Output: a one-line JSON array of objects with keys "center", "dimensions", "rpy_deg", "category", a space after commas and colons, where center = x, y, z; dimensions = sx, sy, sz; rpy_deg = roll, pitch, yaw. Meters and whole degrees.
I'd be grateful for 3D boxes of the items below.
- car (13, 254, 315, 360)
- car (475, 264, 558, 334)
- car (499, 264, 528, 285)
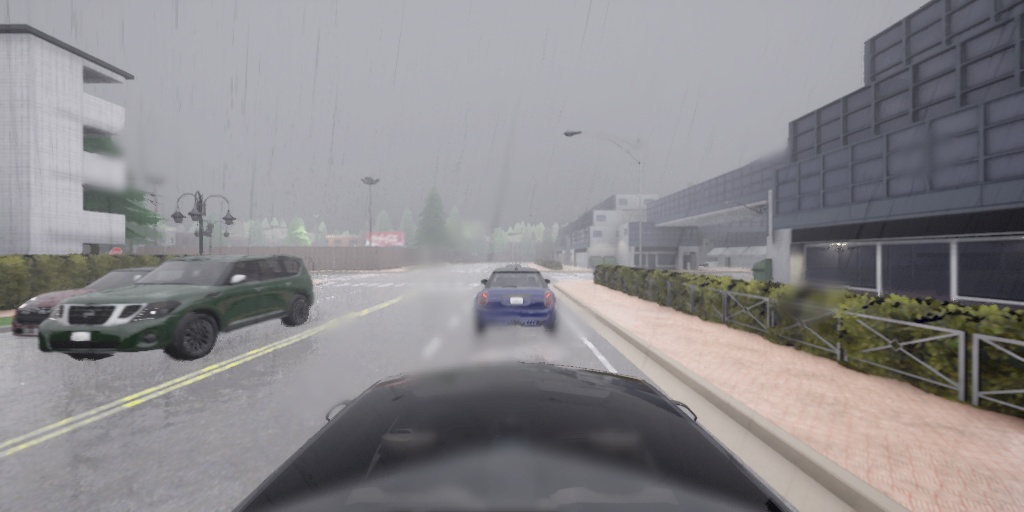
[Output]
[{"center": [-7.086, 0.974, 8.677], "dimensions": [2.150, 2.045, 5.566], "rpy_deg": [0, 0, 0], "category": "car"}, {"center": [0.111, 1.104, 10.799], "dimensions": [2.097, 1.767, 4.553], "rpy_deg": [0, 0, 0], "category": "car"}, {"center": [0.105, 1.322, 27.364], "dimensions": [1.994, 1.385, 4.181], "rpy_deg": [0, 0, 0], "category": "car"}]
